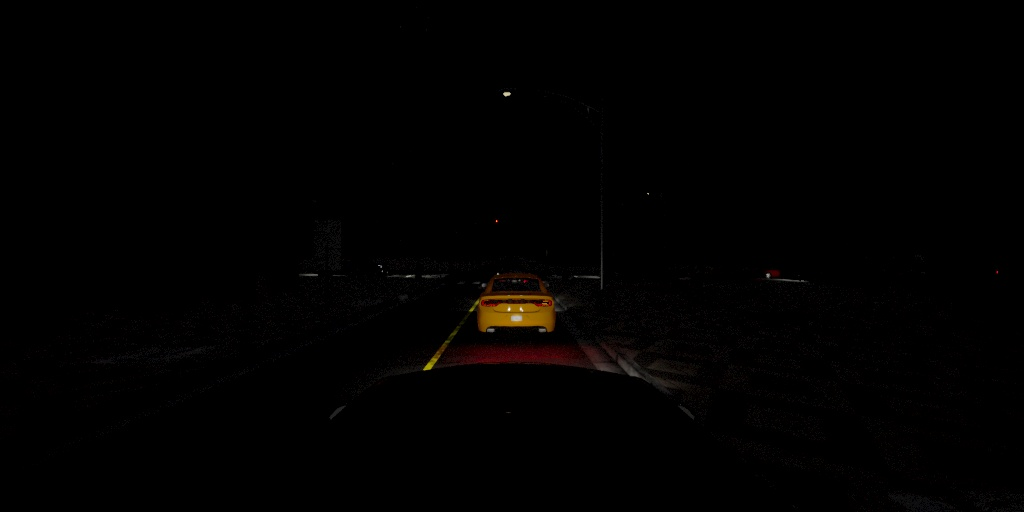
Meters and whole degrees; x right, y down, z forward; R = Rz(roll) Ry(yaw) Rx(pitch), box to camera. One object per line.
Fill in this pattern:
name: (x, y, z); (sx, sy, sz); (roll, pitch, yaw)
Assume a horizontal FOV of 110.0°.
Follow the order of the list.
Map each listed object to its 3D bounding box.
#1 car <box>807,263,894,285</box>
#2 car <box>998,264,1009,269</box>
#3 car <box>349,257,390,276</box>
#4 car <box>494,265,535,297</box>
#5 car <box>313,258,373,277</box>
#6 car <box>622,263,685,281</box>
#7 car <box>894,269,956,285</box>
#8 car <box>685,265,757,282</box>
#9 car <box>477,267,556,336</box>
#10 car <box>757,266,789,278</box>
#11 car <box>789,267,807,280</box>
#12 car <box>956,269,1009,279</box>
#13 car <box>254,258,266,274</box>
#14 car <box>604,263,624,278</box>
car: (29.073, 1.539, 30.946); (5.009, 1.841, 2.192); (0, 0, 0)
car: (48.969, 1.777, 33.591); (5.566, 2.045, 2.150); (1, 0, 0)
car: (-13.881, 0.926, 33.594); (4.553, 1.767, 2.097); (1, 0, 1)
car: (0.111, 1.296, 20.232); (2.033, 1.411, 5.357); (0, 0, 0)
car: (-14.764, 1.114, 30.882); (4.403, 1.370, 2.007); (0, 0, 0)
car: (12.144, 1.522, 30.958); (4.313, 1.339, 1.948); (0, 0, 0)
car: (34.717, 1.862, 30.942); (4.507, 1.381, 1.888); (0, 0, 0)
car: (17.956, 1.569, 30.954); (4.829, 1.417, 1.751); (0, 0, 0)
car: (0.104, 1.227, 10.405); (1.882, 1.535, 5.008); (0, 0, 0)
car: (29.087, 1.763, 39.472); (4.507, 1.381, 1.888); (0, 0, 0)
car: (31.886, 1.771, 36.793); (4.892, 1.490, 1.837); (1, 0, 0)
car: (40.367, 1.994, 30.938); (4.207, 1.307, 1.802); (0, 0, 0)
car: (-23.879, 0.928, 33.647); (4.902, 1.511, 2.128); (1, 0, 0)
car: (11.902, 1.454, 36.816); (4.892, 1.490, 1.837); (1, 0, 0)
